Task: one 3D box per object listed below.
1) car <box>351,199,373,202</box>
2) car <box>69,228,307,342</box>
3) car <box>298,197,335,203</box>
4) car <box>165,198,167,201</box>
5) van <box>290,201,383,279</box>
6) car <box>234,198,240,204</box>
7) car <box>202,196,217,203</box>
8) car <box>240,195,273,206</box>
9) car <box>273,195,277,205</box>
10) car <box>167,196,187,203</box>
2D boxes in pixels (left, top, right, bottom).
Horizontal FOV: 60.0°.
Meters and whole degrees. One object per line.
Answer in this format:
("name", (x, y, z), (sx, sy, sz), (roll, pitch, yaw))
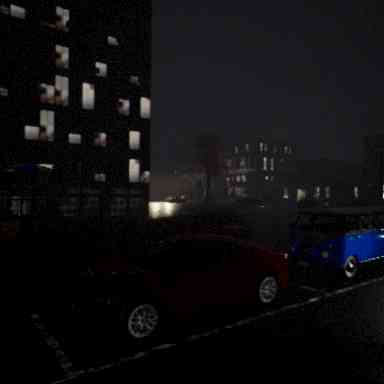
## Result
("car", (23.606, 1.637, 47.365), (1.947, 1.339, 4.313), (1, -1, -35))
("car", (-0.022, 1.539, 6.491), (4.507, 1.381, 1.887), (0, 1, -35))
("car", (15.903, 1.411, 43.317), (1.967, 1.590, 4.097), (1, -1, -35))
("car", (-5.654, 1.840, 89.367), (1.752, 1.417, 4.829), (1, -1, -35))
("van", (4.576, 1.324, 9.767), (3.998, 1.788, 1.690), (0, 1, -35))
("car", (10.291, 1.621, 66.445), (1.967, 1.590, 4.097), (1, -1, -35))
("car", (3.927, 1.674, 75.540), (1.967, 1.590, 4.097), (1, -1, -35))
("car", (10.751, 1.592, 55.572), (1.812, 1.442, 4.674), (1, -1, -34))
("car", (13.480, 1.470, 61.902), (2.192, 1.841, 5.009), (1, -1, -35))
("car", (-2.864, 1.656, 70.625), (1.752, 1.417, 4.829), (1, -1, -35))
